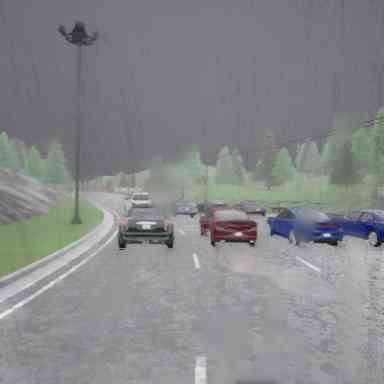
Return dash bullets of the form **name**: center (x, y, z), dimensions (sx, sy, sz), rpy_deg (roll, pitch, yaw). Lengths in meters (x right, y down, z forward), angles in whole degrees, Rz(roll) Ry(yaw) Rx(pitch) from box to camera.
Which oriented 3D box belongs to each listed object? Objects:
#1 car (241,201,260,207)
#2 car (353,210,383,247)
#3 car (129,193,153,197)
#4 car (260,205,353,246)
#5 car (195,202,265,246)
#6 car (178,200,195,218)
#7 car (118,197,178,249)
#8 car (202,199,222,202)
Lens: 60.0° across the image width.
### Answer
- **car**: center (5.407, 1.564, 32.038), dimensions (1.994, 1.385, 4.181), rpy_deg (1, 0, -16)
- **car**: center (8.506, 1.568, 15.728), dimensions (1.882, 1.535, 5.008), rpy_deg (1, 0, -6)
- **car**: center (-4.469, 1.075, 28.486), dimensions (2.150, 2.045, 5.566), rpy_deg (1, 0, -15)
- **car**: center (5.015, 1.512, 15.502), dimensions (1.882, 1.535, 5.008), rpy_deg (1, 0, -6)
- **car**: center (1.521, 1.457, 15.296), dimensions (1.882, 1.535, 5.008), rpy_deg (1, 0, -6)
- **car**: center (-1.067, 1.451, 29.300), dimensions (2.033, 1.411, 5.357), rpy_deg (1, 0, -15)
- **car**: center (-1.876, 1.279, 14.250), dimensions (2.097, 1.767, 4.553), rpy_deg (1, 0, -6)
- **car**: center (1.821, 1.420, 31.830), dimensions (1.882, 1.535, 5.008), rpy_deg (1, 0, -16)
